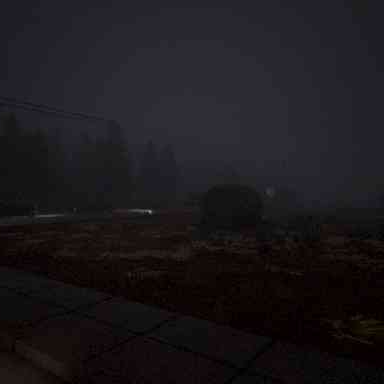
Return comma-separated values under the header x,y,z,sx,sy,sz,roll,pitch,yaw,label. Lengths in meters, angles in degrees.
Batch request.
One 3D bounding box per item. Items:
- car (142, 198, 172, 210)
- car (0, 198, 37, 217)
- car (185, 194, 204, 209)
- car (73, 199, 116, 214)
x,y,z,sx,sy,sz,roll,pitch,yaw,label
-4.623,1.552,44.290,1.812,1.442,4.674,0,0,37,car
-16.029,1.379,28.924,2.097,1.767,4.553,0,0,37,car
1.353,1.248,46.203,2.150,2.045,5.566,0,0,38,car
-10.581,1.518,36.269,2.128,1.511,4.902,0,0,37,car
